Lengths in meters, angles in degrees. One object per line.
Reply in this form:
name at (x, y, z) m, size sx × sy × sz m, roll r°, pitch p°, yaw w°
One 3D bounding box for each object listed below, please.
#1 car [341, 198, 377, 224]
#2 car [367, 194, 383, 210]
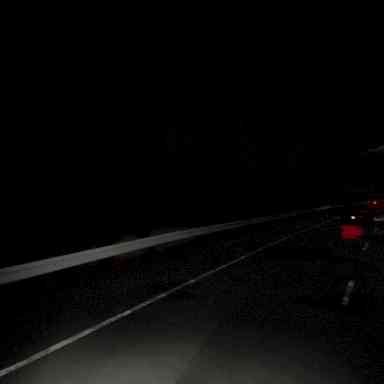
car at (12.577, 1.506, 25.191) m, size 1.837 × 1.490 × 4.892 m, roll 0°, pitch 0°, yaw 34°
car at (20.765, 1.221, 37.112) m, size 2.150 × 2.045 × 5.566 m, roll 0°, pitch 0°, yaw 35°
